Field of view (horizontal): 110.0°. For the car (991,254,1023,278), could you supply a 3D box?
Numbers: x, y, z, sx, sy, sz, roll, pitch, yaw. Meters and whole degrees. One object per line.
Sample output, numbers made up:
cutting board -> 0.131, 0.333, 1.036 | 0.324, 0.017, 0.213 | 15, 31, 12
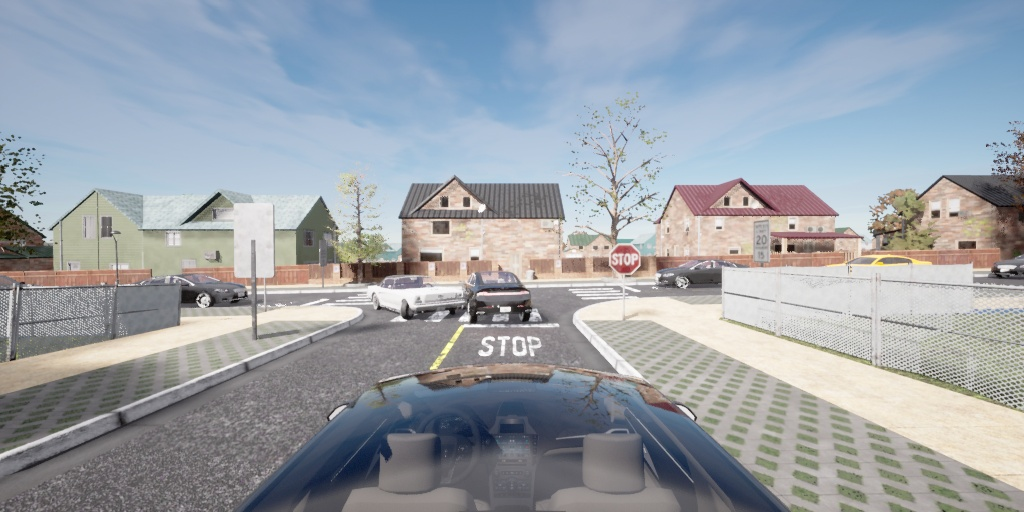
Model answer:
car -> 29.388, 0.477, 19.595 | 4.902, 1.511, 2.128 | -1, 1, 0

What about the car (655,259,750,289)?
car -> 10.333, 0.925, 19.524 | 4.902, 1.511, 2.128 | -1, 1, 0

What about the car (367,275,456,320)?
car -> -3.600, 1.367, 12.977 | 1.895, 1.301, 4.718 | 0, 0, -38

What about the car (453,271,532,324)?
car -> -0.684, 1.242, 12.117 | 2.128, 1.511, 4.902 | 0, 0, -12

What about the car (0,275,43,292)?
car -> -24.238, 1.648, 16.434 | 4.553, 1.767, 2.097 | -1, 1, 0

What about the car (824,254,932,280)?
car -> 19.763, 0.690, 19.560 | 5.008, 1.535, 1.882 | -1, 1, -1

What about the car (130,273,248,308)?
car -> -14.900, 1.566, 16.474 | 4.902, 1.511, 2.128 | -1, 1, 0
